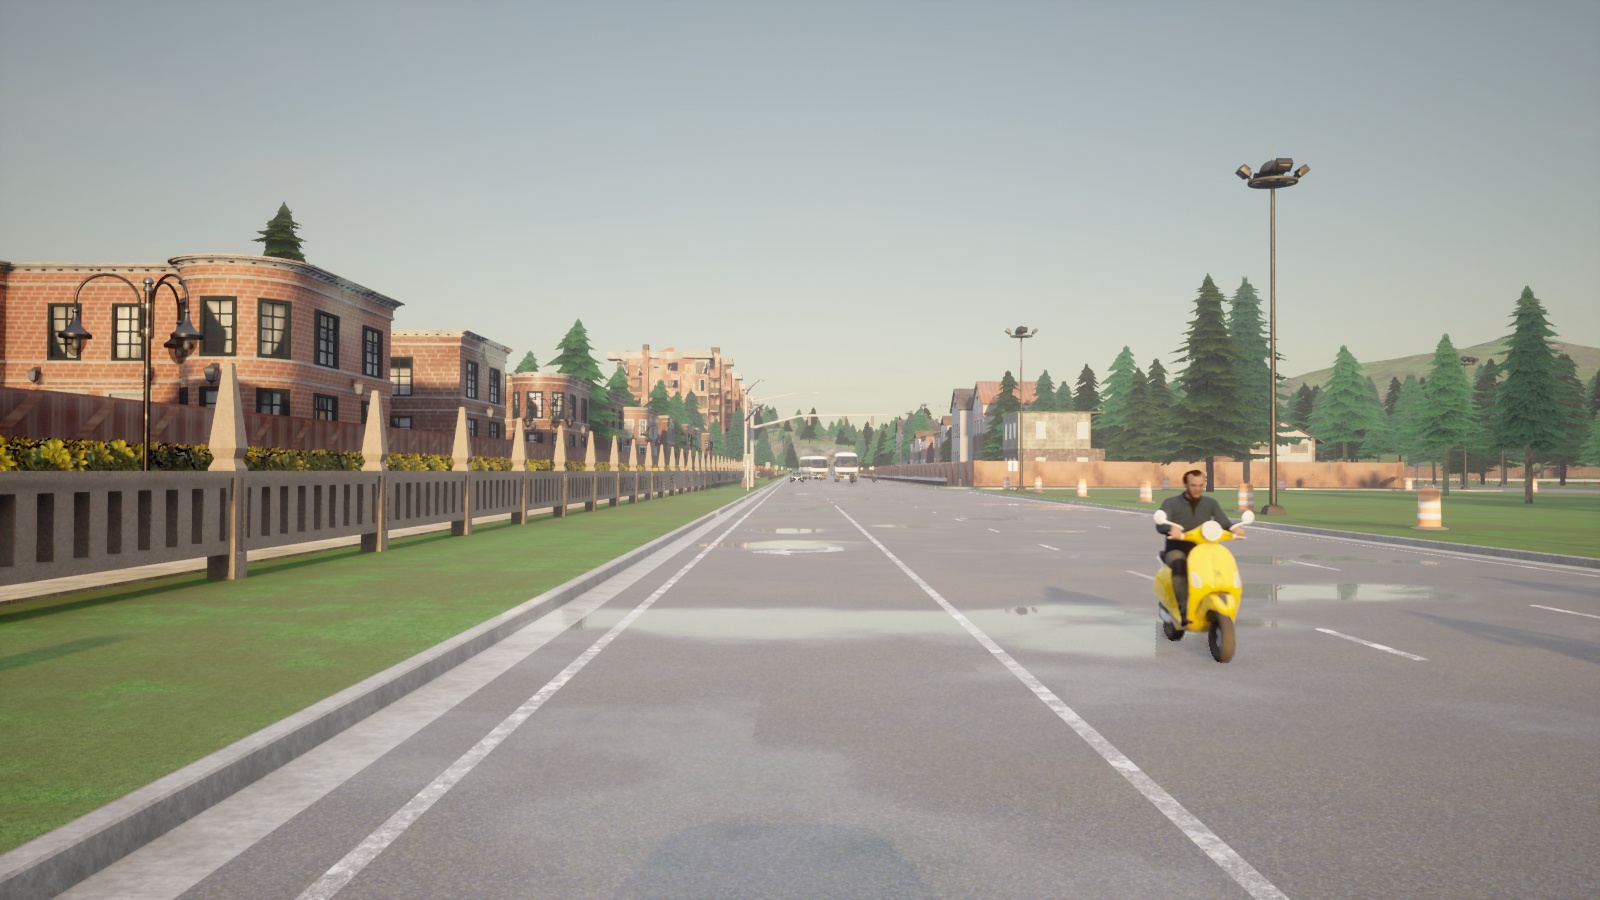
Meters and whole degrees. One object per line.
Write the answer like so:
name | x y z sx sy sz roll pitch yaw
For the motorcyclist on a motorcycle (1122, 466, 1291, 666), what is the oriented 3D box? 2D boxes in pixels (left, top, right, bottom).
motorcyclist on a motorcycle | 3.475 0.937 10.938 0.866 1.590 1.817 0 -1 0
